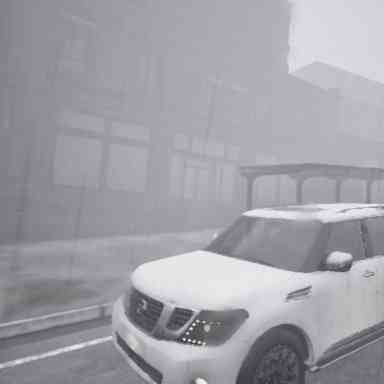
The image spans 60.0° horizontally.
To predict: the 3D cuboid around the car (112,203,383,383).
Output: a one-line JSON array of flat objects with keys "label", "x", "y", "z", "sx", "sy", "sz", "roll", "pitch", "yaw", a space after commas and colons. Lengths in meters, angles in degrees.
[{"label": "car", "x": 1.682, "y": 1.224, "z": 5.013, "sx": 5.566, "sy": 2.045, "sz": 2.150, "roll": 0, "pitch": 0, "yaw": -34}]
